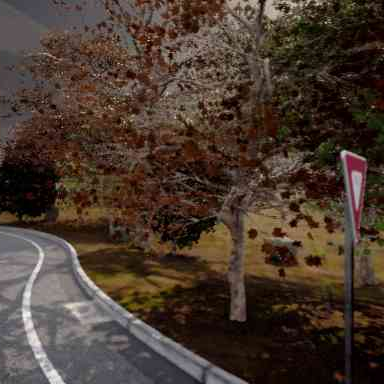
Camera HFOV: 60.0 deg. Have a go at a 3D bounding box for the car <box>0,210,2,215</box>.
[{"bbox_3d":[-8.595,1.279,12.544,2.150,2.045,5.566,1,-1,-28],"label":"car"}]
